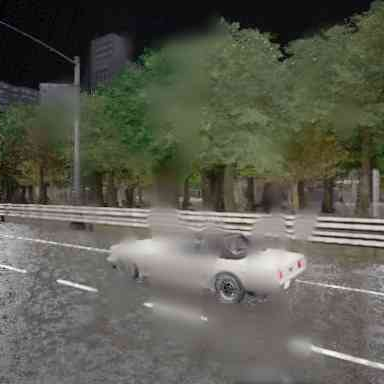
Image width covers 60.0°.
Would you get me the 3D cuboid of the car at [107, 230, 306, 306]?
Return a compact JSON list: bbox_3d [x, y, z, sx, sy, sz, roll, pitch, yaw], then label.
[{"bbox_3d":[0.125,1.602,8.077,4.718,1.301,1.895,0,0,35],"label":"car"}]
